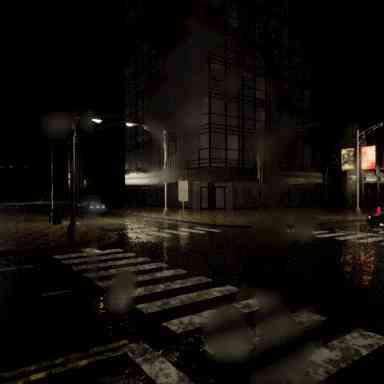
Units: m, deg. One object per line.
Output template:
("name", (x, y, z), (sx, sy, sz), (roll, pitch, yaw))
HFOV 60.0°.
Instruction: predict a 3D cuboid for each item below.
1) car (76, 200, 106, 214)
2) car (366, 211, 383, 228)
("car", (-11.070, 1.606, 36.110), (2.033, 1.411, 5.357), (0, 0, -35))
("car", (12.960, 1.605, 20.811), (4.718, 1.301, 1.895), (0, 0, -35))
